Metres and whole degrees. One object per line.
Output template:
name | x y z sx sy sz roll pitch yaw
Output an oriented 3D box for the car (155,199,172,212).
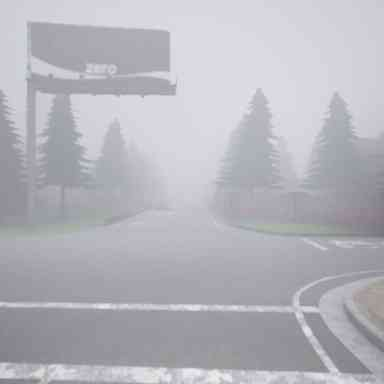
car | -3.516 1.633 41.234 1.837 1.490 4.892 0 0 0
